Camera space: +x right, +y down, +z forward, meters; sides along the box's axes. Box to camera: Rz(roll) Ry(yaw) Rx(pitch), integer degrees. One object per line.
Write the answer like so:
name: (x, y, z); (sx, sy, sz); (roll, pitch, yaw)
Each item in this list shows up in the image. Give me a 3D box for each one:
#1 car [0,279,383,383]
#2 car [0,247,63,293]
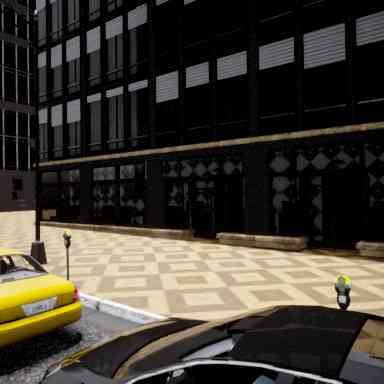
car: (0.683, 1.566, 2.359); (4.313, 1.339, 1.947); (0, -1, 36)
car: (-3.951, 1.527, 5.874); (4.829, 1.417, 1.752); (0, -1, 36)
